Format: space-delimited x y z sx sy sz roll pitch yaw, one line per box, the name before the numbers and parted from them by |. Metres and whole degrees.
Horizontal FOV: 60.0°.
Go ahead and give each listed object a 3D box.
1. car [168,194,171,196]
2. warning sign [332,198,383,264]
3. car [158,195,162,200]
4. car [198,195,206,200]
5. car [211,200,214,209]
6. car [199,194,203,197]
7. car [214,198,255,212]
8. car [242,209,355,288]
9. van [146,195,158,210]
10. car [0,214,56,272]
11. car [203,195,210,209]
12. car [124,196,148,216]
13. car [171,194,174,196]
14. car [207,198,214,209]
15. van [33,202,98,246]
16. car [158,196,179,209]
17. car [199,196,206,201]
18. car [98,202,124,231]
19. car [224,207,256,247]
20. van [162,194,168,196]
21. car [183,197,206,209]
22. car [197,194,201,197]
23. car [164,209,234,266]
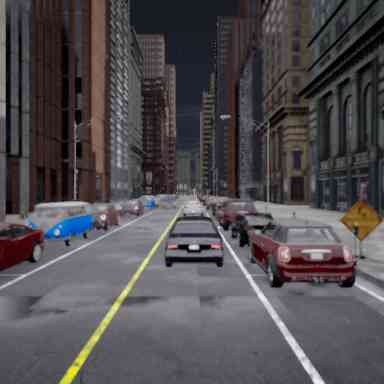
car | -5.738 1.500 65.663 1.967 1.590 4.097 0 0 0
warning sign | 5.075 1.123 9.996 1.300 1.860 1.060 0 0 0
car | -5.745 1.565 48.583 1.752 1.417 4.829 0 0 0
car | 2.798 1.538 93.848 1.967 1.590 4.097 0 0 0
car | 2.771 1.565 26.212 1.887 1.381 4.507 0 0 0
car | 2.790 1.648 71.302 1.802 1.307 4.206 0 0 0
car | 2.768 1.331 20.576 2.192 1.841 5.009 0 0 0
car | 2.764 1.447 9.302 1.967 1.590 4.097 0 0 0
van | -5.748 1.375 43.117 1.690 1.788 3.998 0 0 0
car | -5.761 1.552 9.296 1.887 1.381 4.507 0 0 0
car | 2.778 1.474 43.120 1.967 1.590 4.097 0 0 0
car | -5.752 1.465 31.844 1.967 1.590 4.097 0 0 0
car | -5.737 1.381 71.300 2.192 1.841 5.009 0 0 0
car | 2.773 1.591 31.848 1.947 1.339 4.313 0 0 0
van | -5.759 1.353 14.933 1.690 1.788 3.998 0 0 0
car | -3.074 1.637 45.207 1.895 1.301 4.718 0 0 0
car | 2.796 1.671 88.212 1.802 1.307 4.206 0 0 0
car | -5.757 1.456 20.570 1.967 1.590 4.097 0 0 0
car | 2.766 1.578 14.939 1.947 1.339 4.313 0 0 0
van | -5.741 1.393 60.026 1.690 1.788 3.998 0 0 0
car | 0.101 1.551 32.525 1.812 1.442 4.674 0 0 0
car | 2.794 1.662 82.575 1.802 1.307 4.206 0 0 0
car | 0.071 1.557 11.595 2.033 1.411 5.357 0 0 0
